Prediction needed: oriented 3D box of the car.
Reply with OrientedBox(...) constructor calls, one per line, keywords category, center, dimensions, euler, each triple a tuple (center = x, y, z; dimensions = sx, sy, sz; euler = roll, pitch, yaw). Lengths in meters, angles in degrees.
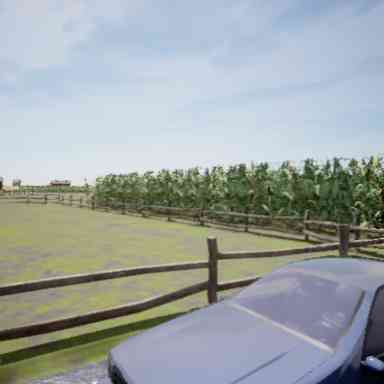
OrientedBox(category="car", center=(1.771, 1.548, 3.872), dimensions=(5.357, 1.411, 2.033), euler=(0, 0, -31))
